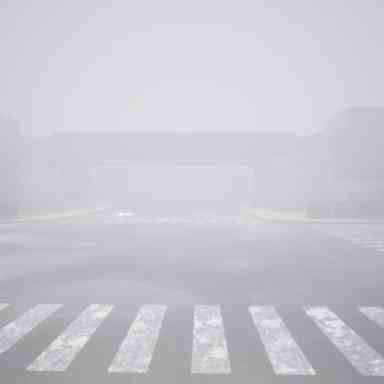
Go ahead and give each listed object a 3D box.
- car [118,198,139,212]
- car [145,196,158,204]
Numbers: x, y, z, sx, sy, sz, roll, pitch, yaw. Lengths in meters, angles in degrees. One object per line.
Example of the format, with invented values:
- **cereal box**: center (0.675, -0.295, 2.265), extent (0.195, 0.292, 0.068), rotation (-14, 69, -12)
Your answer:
- **car**: center (-7.579, 1.501, 39.828), extent (2.128, 1.511, 4.902), rotation (0, 0, 0)
- **car**: center (-7.535, 1.509, 62.359), extent (1.837, 1.490, 4.892), rotation (0, 0, 0)
